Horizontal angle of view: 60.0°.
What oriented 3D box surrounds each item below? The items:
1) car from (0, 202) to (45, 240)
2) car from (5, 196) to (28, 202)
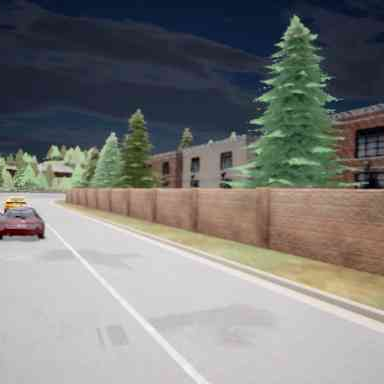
[{"bbox_3d":[-8.366,1.425,16.293,1.994,1.385,4.181,2,0,-28],"label":"car"},{"bbox_3d":[-17.474,1.180,33.182,1.882,1.535,5.008,2,0,-28],"label":"car"}]
